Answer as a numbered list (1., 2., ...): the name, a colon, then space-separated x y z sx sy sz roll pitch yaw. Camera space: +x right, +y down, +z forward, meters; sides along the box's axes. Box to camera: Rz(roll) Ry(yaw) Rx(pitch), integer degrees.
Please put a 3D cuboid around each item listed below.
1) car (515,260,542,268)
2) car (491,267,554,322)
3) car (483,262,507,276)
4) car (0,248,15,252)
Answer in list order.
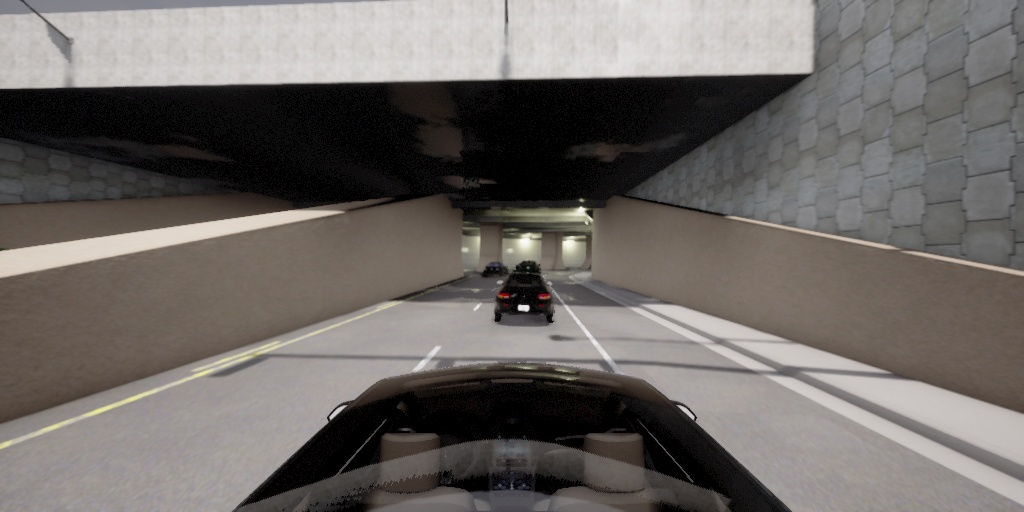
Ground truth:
1. car: 1.862 1.187 37.334 2.097 1.767 4.553 1 0 7
2. car: 0.423 1.299 12.405 1.812 1.442 4.674 1 0 2
3. car: -1.646 1.329 37.613 2.033 1.411 5.357 1 0 9
4. car: -13.944 0.766 7.413 2.150 2.045 5.566 1 0 2
